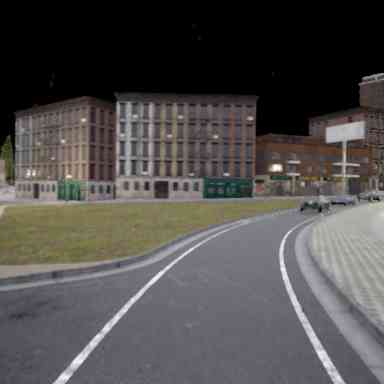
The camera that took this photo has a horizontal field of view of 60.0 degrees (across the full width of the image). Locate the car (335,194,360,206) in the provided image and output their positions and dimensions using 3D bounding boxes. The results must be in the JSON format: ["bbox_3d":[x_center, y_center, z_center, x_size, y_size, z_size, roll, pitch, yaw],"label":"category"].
[{"bbox_3d":[19.276,1.012,42.379,1.994,1.385,4.181,2,3,44],"label":"car"}]

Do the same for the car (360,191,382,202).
[{"bbox_3d":[26.317,0.664,49.233,4.902,1.511,2.128,-2,3,-39],"label":"car"}]

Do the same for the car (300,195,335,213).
[{"bbox_3d":[12.641,1.041,33.808,2.097,1.767,4.553,2,2,34],"label":"car"}]
